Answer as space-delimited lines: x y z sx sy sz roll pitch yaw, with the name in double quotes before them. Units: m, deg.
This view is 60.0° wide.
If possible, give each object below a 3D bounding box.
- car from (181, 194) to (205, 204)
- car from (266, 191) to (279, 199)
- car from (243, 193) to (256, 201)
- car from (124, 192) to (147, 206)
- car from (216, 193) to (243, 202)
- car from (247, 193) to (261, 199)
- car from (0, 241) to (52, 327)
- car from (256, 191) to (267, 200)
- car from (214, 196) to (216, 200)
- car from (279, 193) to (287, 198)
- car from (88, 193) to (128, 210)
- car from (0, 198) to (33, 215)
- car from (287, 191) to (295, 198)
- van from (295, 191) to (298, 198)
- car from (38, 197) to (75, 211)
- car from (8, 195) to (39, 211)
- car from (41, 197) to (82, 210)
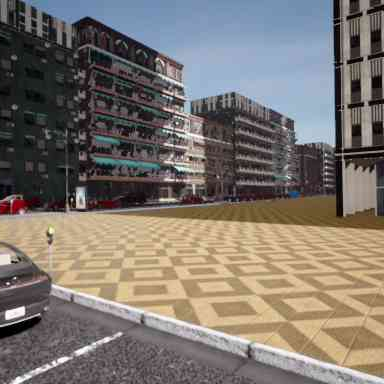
"car" 0.176 1.056 50.302 1.967 1.590 4.097 -1 0 36
"car" 16.436 0.735 72.649 2.192 1.841 5.009 -1 0 36
"car" 9.934 1.042 63.711 1.887 1.381 4.507 -1 0 36
"car" -8.936 0.979 47.628 2.150 2.045 5.566 -1 0 36
"car" 6.682 1.088 59.241 2.008 1.369 4.403 -1 0 36
"car" 16.169 1.033 86.520 1.947 1.339 4.313 -1 0 36
"car" -4.372 1.552 6.184 4.403 1.369 2.008 0 -1 36
"car" 13.187 1.041 68.180 1.802 1.307 4.206 -1 0 36
"car" 6.410 1.022 73.112 1.967 1.590 4.097 -1 0 36
"car" 19.691 0.933 77.119 2.008 1.369 4.403 -1 0 36
"car" -9.580 1.181 36.894 1.967 1.590 4.097 -1 0 36
"car" -16.083 1.407 27.955 1.802 1.307 4.206 -1 0 36
"car" 22.944 0.926 81.589 1.802 1.307 4.206 -1 0 36
"van" 26.193 0.649 86.058 1.690 1.788 3.998 -1 0 36
"car" -15.083 1.362 39.183 1.812 1.442 4.674 -1 0 36
"car" -19.609 1.221 37.356 2.192 1.841 5.009 0 0 36
"car" -16.354 1.408 41.827 1.887 1.381 4.507 0 0 36
